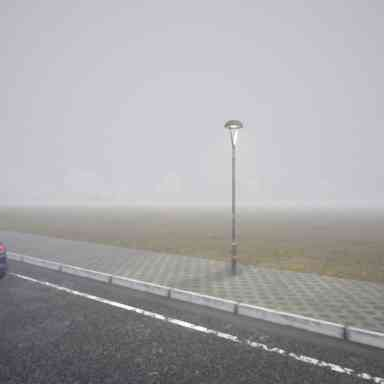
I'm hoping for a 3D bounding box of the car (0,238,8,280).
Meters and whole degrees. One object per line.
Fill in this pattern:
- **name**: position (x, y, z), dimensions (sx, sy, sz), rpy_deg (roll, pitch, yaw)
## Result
- **car**: position (-6.789, 1.357, 8.642), dimensions (4.553, 1.767, 2.097), rpy_deg (0, 0, 36)
